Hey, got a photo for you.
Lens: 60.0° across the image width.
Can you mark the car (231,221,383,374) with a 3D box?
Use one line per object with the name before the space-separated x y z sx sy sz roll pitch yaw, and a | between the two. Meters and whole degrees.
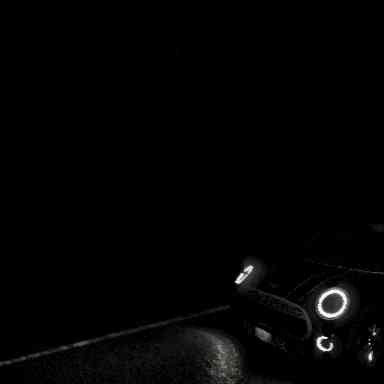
car | 2.855 1.339 5.690 4.553 1.767 2.097 0 0 -32
